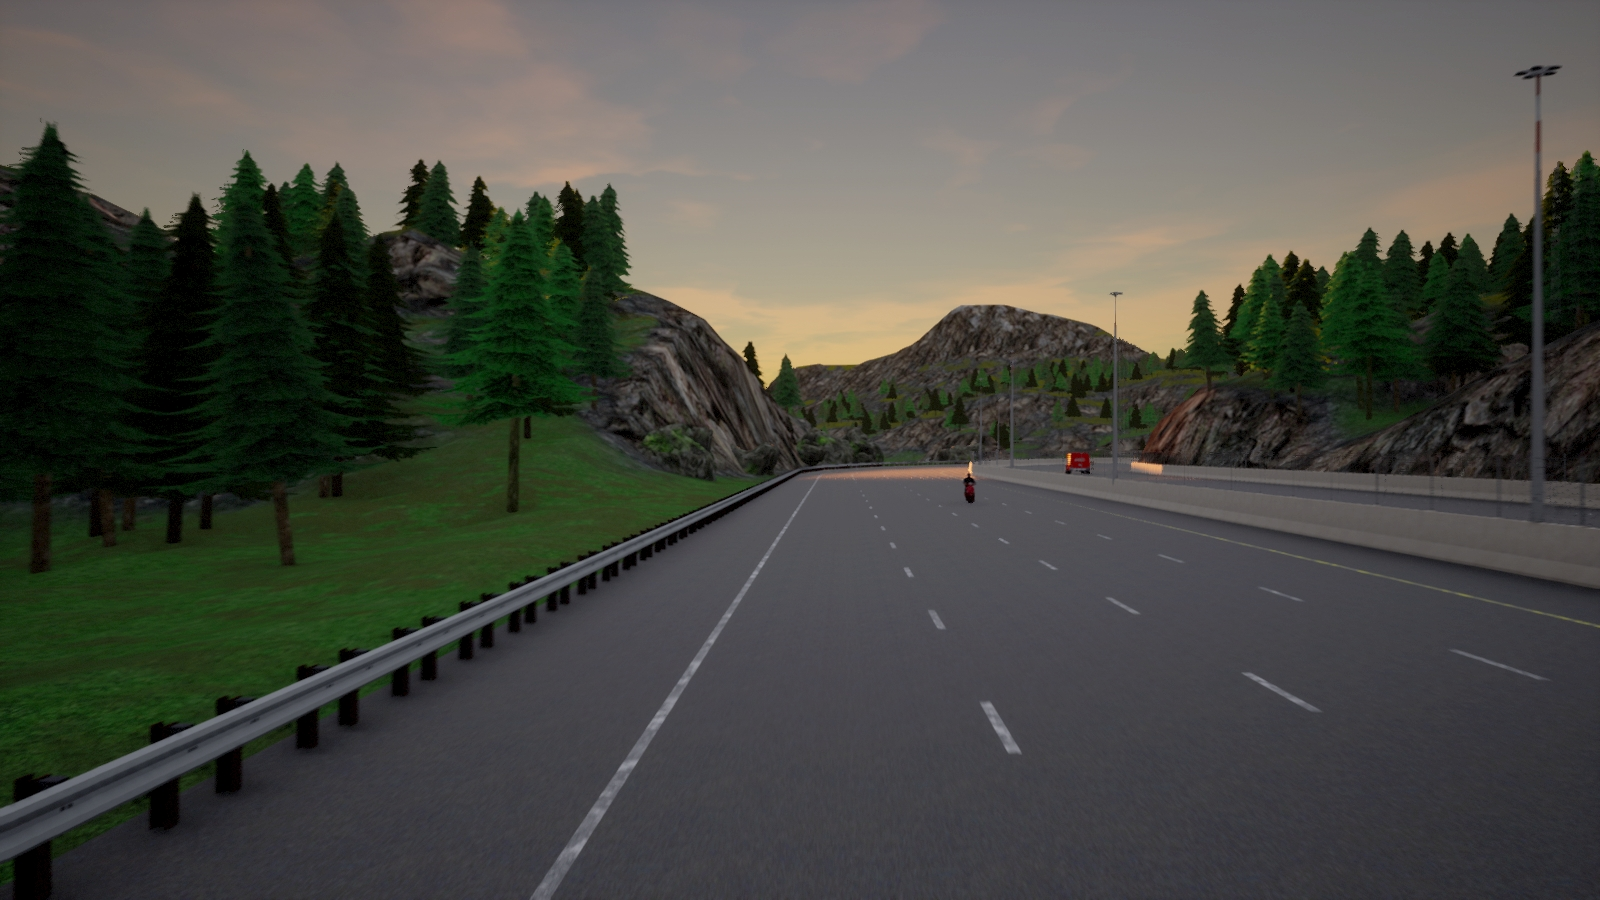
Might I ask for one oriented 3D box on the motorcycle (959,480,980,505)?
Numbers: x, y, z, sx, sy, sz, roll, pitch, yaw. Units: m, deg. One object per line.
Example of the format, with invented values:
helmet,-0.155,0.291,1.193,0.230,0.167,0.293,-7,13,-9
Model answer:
motorcycle,8.826,2.188,59.573,0.856,1.236,1.805,0,0,2
